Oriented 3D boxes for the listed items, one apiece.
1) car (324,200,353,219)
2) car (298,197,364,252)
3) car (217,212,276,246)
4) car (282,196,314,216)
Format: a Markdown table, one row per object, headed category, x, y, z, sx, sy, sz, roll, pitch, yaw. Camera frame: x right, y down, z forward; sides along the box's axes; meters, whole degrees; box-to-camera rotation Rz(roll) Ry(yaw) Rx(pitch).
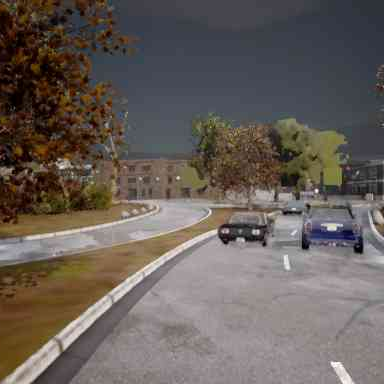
| category | x | y | z | sx | sy | sz | roll | pitch | yaw |
| --- | --- | --- | --- | --- | --- | --- | --- | --- | --- |
| car | 12.041 | 1.359 | 27.182 | 1.895 | 1.301 | 4.718 | 0 | 0 | 27 |
| car | 5.665 | 1.282 | 13.787 | 2.097 | 1.767 | 4.553 | 0 | 1 | 19 |
| car | 2.622 | 1.535 | 14.928 | 1.895 | 1.301 | 4.718 | 0 | 1 | 19 |
| car | 9.135 | 1.320 | 28.637 | 1.994 | 1.385 | 4.181 | 0 | 0 | 27 |
